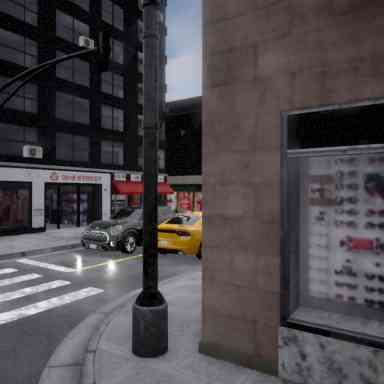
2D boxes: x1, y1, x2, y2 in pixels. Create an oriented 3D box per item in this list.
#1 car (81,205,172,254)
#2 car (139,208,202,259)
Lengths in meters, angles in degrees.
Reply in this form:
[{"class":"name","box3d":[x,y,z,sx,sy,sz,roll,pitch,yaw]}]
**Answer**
[{"class":"car","box3d":[-2.319,1.366,13.813,2.097,1.767,4.553,0,0,33]},{"class":"car","box3d":[0.465,1.501,12.860,1.882,1.535,5.008,0,0,33]}]
